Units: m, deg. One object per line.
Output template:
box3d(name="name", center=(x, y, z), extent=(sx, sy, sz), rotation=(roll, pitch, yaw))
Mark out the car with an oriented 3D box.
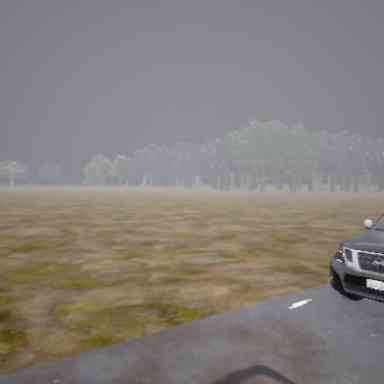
box3d(name="car", center=(5.340, 1.199, 7.187), extent=(5.566, 2.045, 2.150), rotation=(0, 0, -35))
